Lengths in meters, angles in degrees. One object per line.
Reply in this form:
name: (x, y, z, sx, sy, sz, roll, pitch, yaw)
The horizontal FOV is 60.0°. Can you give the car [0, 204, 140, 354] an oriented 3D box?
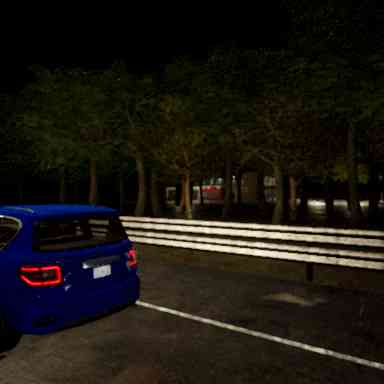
car: (-3.474, 1.249, 6.352, 5.566, 2.045, 2.150, 0, 0, 36)
